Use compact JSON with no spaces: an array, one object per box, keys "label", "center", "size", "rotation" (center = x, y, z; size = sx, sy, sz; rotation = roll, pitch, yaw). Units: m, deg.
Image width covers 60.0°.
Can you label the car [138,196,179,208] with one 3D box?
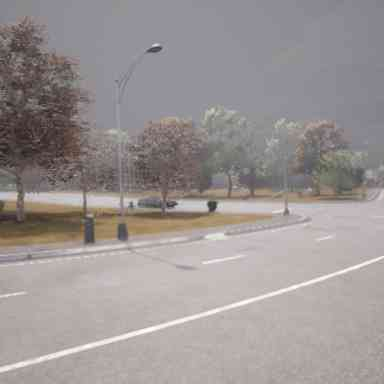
[{"label":"car","center":[-4.221,1.244,41.223],"size":[5.357,1.411,2.033],"rotation":[1,2,34]}]
